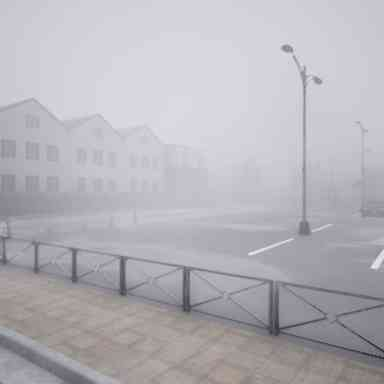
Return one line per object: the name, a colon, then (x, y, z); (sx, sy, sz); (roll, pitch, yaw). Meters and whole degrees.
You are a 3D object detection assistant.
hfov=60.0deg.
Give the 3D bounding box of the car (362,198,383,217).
car: (15.099, 1.292, 27.035); (2.007, 1.523, 4.514); (0, 0, 35)
